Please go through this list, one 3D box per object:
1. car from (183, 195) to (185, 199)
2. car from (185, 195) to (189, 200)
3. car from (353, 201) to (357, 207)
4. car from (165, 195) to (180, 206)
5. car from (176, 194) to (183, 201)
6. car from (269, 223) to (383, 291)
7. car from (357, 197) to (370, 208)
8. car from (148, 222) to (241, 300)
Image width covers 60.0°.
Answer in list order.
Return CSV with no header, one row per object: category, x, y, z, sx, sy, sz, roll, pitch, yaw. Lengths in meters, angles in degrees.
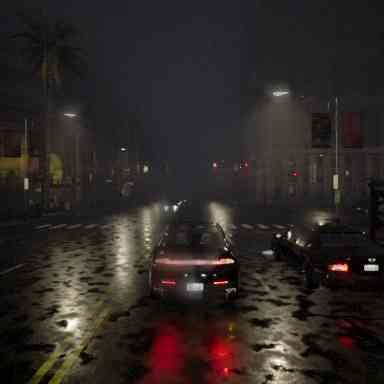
car,-3.476,1.355,81.417,2.097,1.767,4.553,0,0,0
car,-2.199,1.525,93.773,2.128,1.511,4.902,0,0,13
car,26.051,1.477,48.254,5.008,1.535,1.882,0,0,0
car,-3.526,1.601,55.833,1.895,1.301,4.718,0,0,-1
car,-3.480,1.478,70.301,1.882,1.535,5.008,0,0,0
car,3.565,1.547,9.087,2.033,1.411,5.357,0,0,0
car,25.431,1.505,44.744,4.892,1.490,1.837,0,0,0
car,0.061,1.492,8.386,2.128,1.511,4.902,0,0,0
